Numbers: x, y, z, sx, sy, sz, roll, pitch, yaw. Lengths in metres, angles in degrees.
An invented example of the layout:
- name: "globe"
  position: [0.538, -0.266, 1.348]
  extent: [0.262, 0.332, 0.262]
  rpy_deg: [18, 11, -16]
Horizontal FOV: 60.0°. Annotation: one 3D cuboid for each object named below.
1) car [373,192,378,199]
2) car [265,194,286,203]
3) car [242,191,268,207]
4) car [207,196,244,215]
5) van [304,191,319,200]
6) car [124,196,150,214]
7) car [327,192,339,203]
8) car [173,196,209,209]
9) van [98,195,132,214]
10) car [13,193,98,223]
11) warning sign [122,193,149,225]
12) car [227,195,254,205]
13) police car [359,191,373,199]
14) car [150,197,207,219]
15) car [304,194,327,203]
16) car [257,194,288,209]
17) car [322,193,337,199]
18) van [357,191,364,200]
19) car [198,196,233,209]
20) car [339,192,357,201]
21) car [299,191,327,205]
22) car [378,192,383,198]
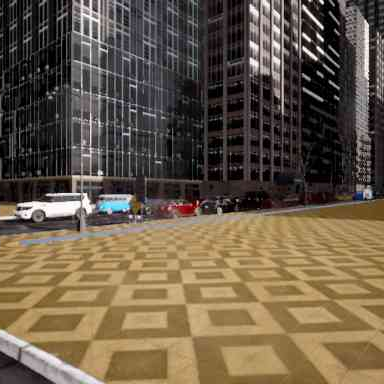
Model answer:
- name: "car"
  position: [39.532, 0.883, 74.673]
  extent: [2.008, 1.369, 4.403]
  rpy_deg: [1, 1, 40]
- name: "car"
  position: [14.706, 1.119, 58.492]
  extent: [1.947, 1.339, 4.313]
  rpy_deg: [1, 1, 40]
- name: "car"
  position: [8.693, 0.917, 42.530]
  extent: [2.150, 2.045, 5.566]
  rpy_deg: [0, 1, 40]
- name: "car"
  position: [2.655, 1.365, 31.359]
  extent: [1.947, 1.339, 4.313]
  rpy_deg: [1, 1, 40]
- name: "van"
  position: [25.785, 0.755, 71.471]
  extent: [1.690, 1.788, 3.998]
  rpy_deg: [1, 1, 40]
- name: "car"
  position: [-3.682, 1.363, 32.968]
  extent: [2.033, 1.411, 5.357]
  rpy_deg: [0, 1, 40]
- name: "car"
  position: [21.068, 0.880, 53.033]
  extent: [2.192, 1.841, 5.009]
  rpy_deg: [1, 1, 40]
- name: "car"
  position: [-0.072, 1.285, 41.189]
  extent: [1.887, 1.381, 4.507]
  rpy_deg: [1, 1, 40]
- name: "van"
  position: [-7.542, 1.176, 32.606]
  extent: [1.690, 1.788, 3.998]
  rpy_deg: [1, 1, 40]
- name: "car"
  position: [-10.347, 1.122, 25.153]
  extent: [2.150, 2.045, 5.566]
  rpy_deg: [0, 0, 40]
- name: "warning sign"
  position: [-3.492, 1.018, 20.616]
  extent: [1.300, 1.860, 1.060]
  rpy_deg: [-1, 0, 40]
- name: "car"
  position: [7.319, 1.213, 49.837]
  extent: [1.947, 1.339, 4.313]
  rpy_deg: [1, 1, 40]
- name: "police car"
  position: [42.097, 0.706, 80.445]
  extent: [1.930, 1.638, 5.238]
  rpy_deg: [0, 1, 40]
- name: "car"
  position: [-0.995, 1.286, 26.994]
  extent: [1.967, 1.590, 4.097]
  rpy_deg: [1, 1, 40]
- name: "car"
  position: [21.469, 1.078, 57.507]
  extent: [2.033, 1.411, 5.357]
  rpy_deg: [0, 0, 41]
- name: "car"
  position: [9.990, 1.287, 40.055]
  extent: [1.802, 1.307, 4.206]
  rpy_deg: [1, 1, 40]
- name: "car"
  position: [33.171, 0.887, 80.129]
  extent: [1.947, 1.339, 4.313]
  rpy_deg: [1, 1, 40]
- name: "van"
  position: [35.840, 0.719, 70.343]
  extent: [1.690, 1.788, 3.998]
  rpy_deg: [1, 1, 40]
- name: "car"
  position: [2.980, 1.256, 40.755]
  extent: [1.812, 1.442, 4.674]
  rpy_deg: [0, 1, 41]
- name: "car"
  position: [28.564, 0.995, 61.820]
  extent: [1.752, 1.417, 4.829]
  rpy_deg: [1, 1, 40]
- name: "car"
  position: [17.376, 0.926, 48.706]
  extent: [2.192, 1.841, 5.009]
  rpy_deg: [1, 1, 40]
- name: "car"
  position: [46.918, 0.791, 83.327]
  extent: [2.008, 1.369, 4.403]
  rpy_deg: [1, 1, 40]
